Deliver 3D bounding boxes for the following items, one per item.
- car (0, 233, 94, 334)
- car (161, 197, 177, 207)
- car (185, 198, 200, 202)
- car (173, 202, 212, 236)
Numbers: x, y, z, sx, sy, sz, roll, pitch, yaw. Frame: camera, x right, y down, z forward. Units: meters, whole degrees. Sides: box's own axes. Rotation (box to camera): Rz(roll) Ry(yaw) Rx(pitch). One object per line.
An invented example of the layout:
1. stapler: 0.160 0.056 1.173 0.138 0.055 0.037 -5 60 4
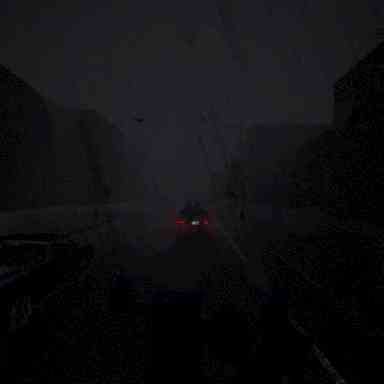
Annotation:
1. car: -3.599 1.595 6.838 1.895 1.301 4.718 0 0 0
2. car: -3.362 1.463 49.349 1.994 1.385 4.181 0 0 2
3. car: 0.077 1.475 43.057 1.994 1.385 4.181 0 0 0
4. car: 0.105 1.516 18.303 2.033 1.411 5.357 0 0 0
